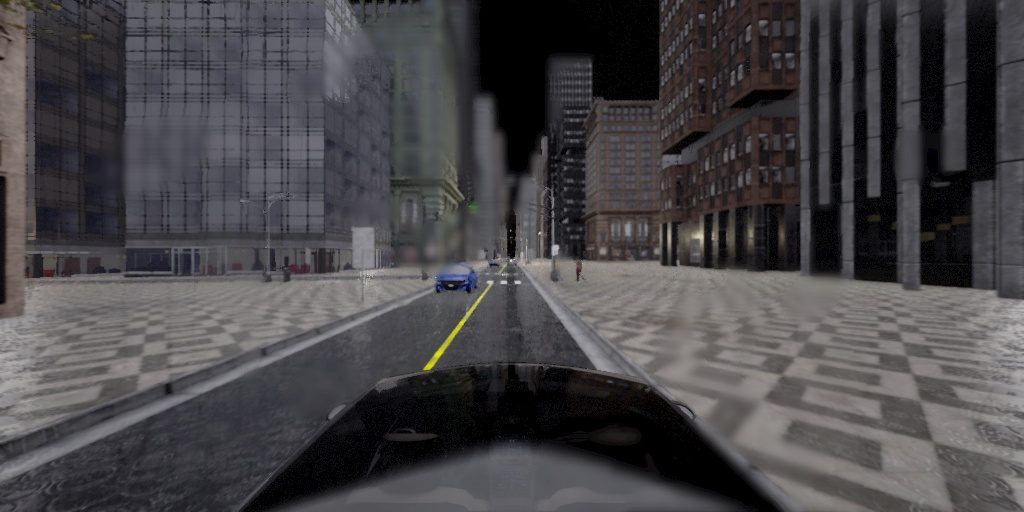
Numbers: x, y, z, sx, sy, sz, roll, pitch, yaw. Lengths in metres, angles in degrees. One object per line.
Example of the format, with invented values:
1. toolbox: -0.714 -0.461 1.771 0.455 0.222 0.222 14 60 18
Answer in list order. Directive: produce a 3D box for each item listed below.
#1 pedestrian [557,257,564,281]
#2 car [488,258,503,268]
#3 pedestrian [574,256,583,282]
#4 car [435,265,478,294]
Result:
1. pedestrian: 3.536 0.911 26.680 0.375 1.860 0.375 0 0 0
2. car: -3.014 1.406 61.732 1.895 1.301 4.718 0 0 1
3. pedestrian: 4.639 0.905 25.480 0.375 1.860 0.375 0 0 0
4. car: -3.049 1.243 20.552 1.882 1.535 5.008 0 0 0
